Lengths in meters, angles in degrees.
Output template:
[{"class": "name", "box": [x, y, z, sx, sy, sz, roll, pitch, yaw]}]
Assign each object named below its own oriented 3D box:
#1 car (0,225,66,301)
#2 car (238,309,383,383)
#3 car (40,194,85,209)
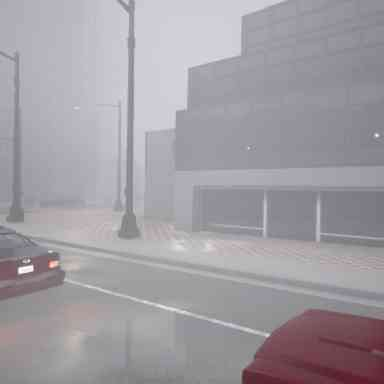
[{"class": "car", "box": [-5.150, 1.461, 7.669, 5.357, 1.411, 2.033, 1, 0, 35]}, {"class": "car", "box": [2.651, 1.602, 2.103, 4.718, 1.301, 1.895, 0, 0, 35]}, {"class": "car", "box": [-14.260, 1.012, 36.803, 1.882, 1.535, 5.008, 1, 1, 36]}]
